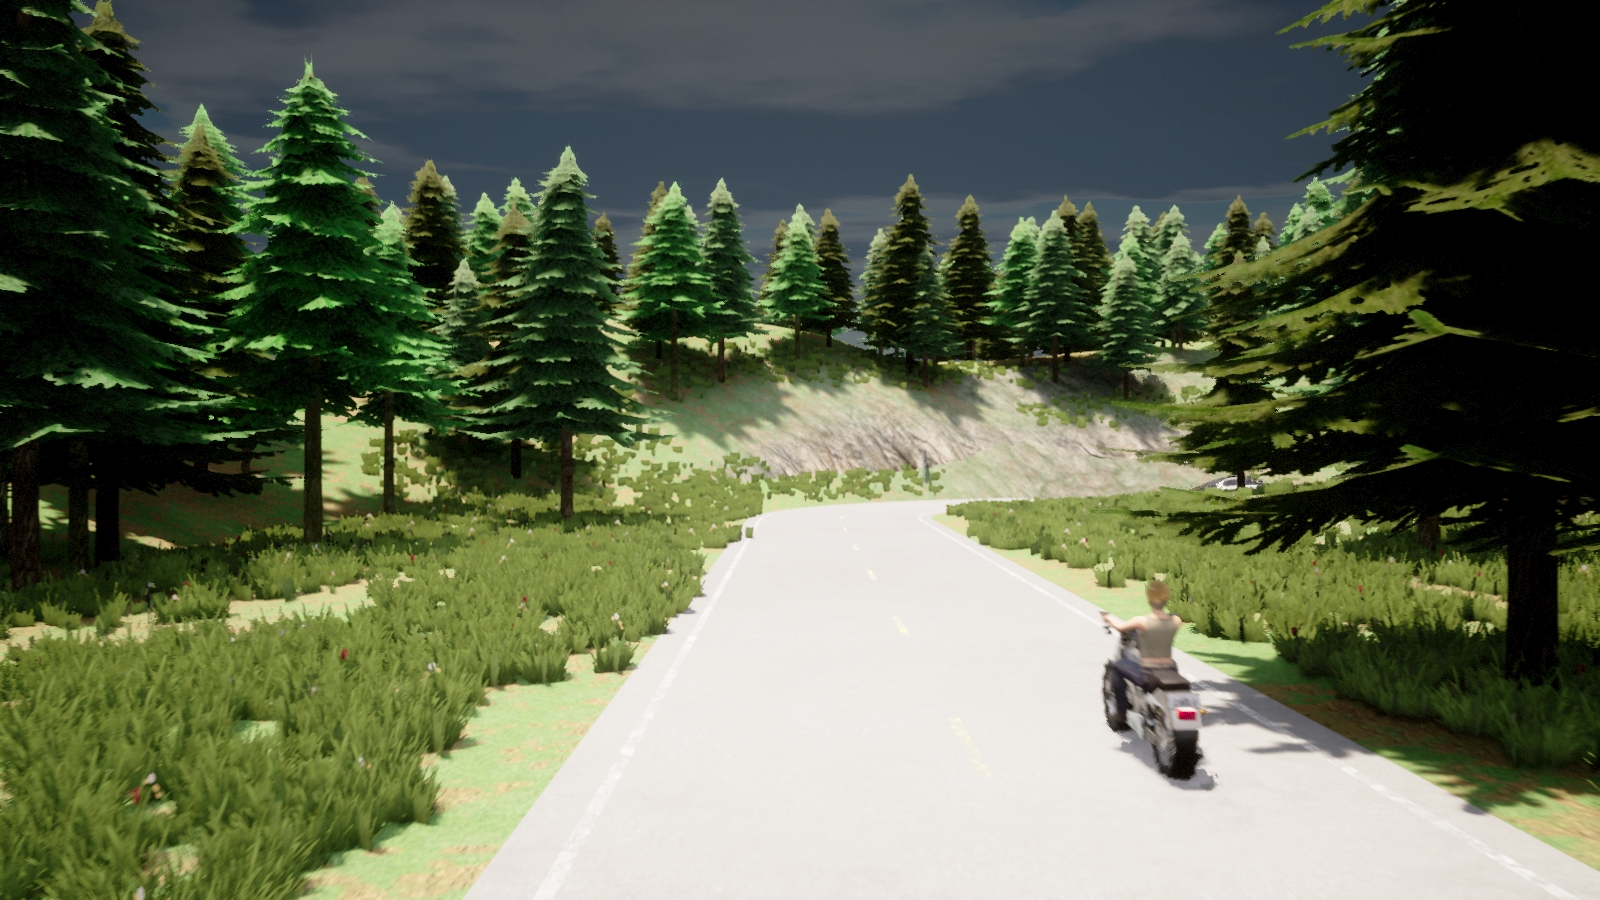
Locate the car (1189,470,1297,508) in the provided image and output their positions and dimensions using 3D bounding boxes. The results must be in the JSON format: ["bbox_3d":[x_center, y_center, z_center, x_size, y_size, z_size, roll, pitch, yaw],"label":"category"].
[{"bbox_3d":[24.169,2.102,62.420,4.974,1.542,2.038,-5,0,0],"label":"car"}]

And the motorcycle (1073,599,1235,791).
[{"bbox_3d":[3.184,2.163,10.550,0.764,1.277,2.356,0,0,0],"label":"motorcycle"}]
